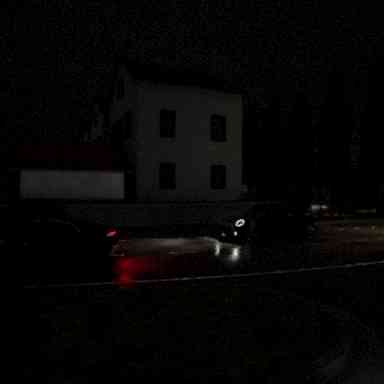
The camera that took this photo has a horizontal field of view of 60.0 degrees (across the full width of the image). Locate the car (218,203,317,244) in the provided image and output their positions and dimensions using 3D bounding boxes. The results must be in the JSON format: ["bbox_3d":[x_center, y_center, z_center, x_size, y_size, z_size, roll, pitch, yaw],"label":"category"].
[{"bbox_3d":[3.500,1.313,15.582,4.553,1.767,2.097,0,0,-21],"label":"car"}]

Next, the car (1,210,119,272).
[{"bbox_3d":[-4.649,1.441,9.740,4.902,1.511,2.128,0,0,-10],"label":"car"}]

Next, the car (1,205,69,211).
[{"bbox_3d":[-6.747,1.288,12.947,4.553,1.767,2.097,0,0,-10],"label":"car"}]
